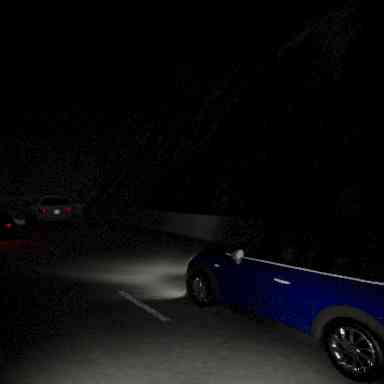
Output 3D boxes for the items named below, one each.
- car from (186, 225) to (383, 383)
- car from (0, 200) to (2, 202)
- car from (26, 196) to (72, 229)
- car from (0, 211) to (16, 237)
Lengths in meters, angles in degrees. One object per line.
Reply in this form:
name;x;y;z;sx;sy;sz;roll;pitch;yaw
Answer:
car;1.815;1.367;5.861;2.097;1.767;4.553;0;0;-35
car;-19.294;1.303;31.297;2.150;2.045;5.566;0;0;-30
car;-9.747;1.280;22.521;2.150;2.045;5.566;0;0;-34
car;-10.657;1.646;17.617;1.895;1.301;4.718;0;0;-35
